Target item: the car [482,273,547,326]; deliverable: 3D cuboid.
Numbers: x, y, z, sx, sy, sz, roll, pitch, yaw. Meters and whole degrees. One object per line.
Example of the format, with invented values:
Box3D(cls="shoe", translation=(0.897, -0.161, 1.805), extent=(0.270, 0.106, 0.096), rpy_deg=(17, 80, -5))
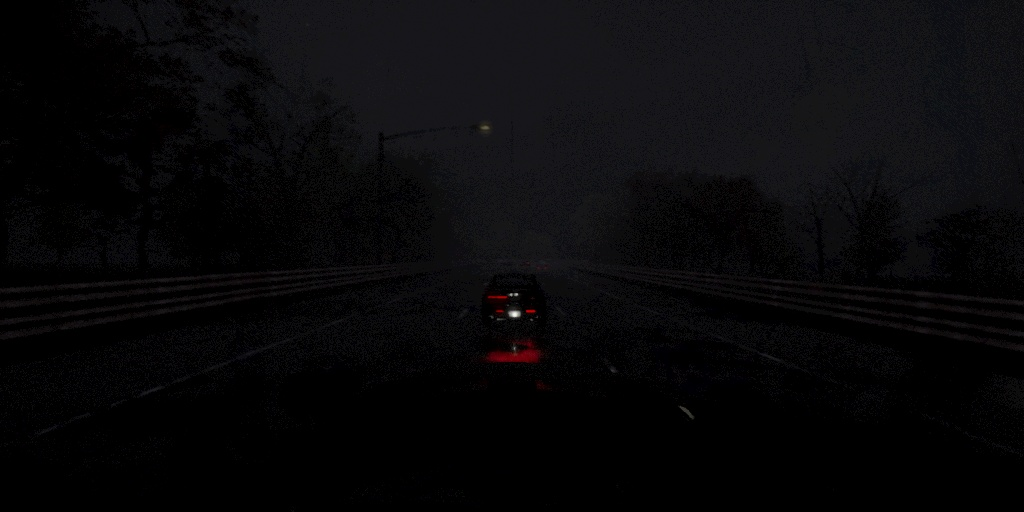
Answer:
Box3D(cls="car", translation=(0.082, 1.282, 11.861), extent=(1.837, 1.490, 4.892), rpy_deg=(1, 0, 0))
